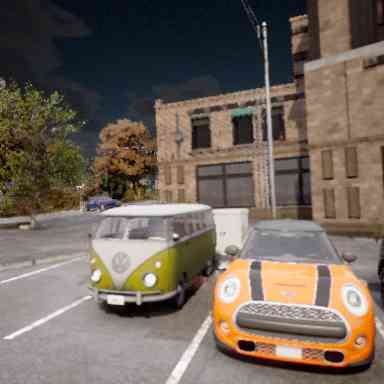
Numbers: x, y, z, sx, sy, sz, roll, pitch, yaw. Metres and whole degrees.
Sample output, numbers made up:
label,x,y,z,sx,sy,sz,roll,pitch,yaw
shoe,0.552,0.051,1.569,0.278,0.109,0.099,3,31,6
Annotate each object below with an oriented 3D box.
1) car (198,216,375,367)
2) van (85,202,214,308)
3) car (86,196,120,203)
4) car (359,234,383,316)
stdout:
label,x,y,z,sx,sy,sz,roll,pitch,yaw
car,1.780,1.373,6.198,2.185,1.767,4.553,0,-1,16
van,-0.696,1.282,7.794,1.878,1.987,4.442,0,-1,16
car,-10.322,1.194,38.797,2.097,1.767,4.553,-3,1,22
car,4.210,1.246,4.402,2.435,2.045,5.566,1,-1,16
